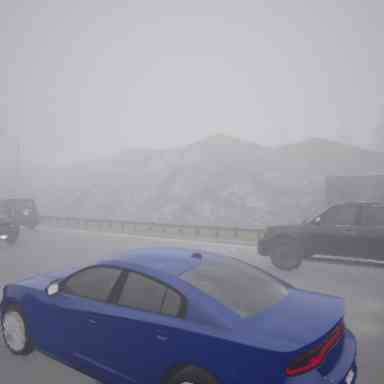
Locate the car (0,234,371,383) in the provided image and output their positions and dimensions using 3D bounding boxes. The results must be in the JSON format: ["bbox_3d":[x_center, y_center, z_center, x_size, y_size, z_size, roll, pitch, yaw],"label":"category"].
[{"bbox_3d":[-0.610,1.497,4.418,5.008,1.535,1.882,0,0,35],"label":"car"}]

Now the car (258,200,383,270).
[{"bbox_3d":[4.669,1.231,9.259,5.566,2.045,2.150,0,0,35],"label":"car"}]

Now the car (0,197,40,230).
[{"bbox_3d":[-11.788,1.364,20.768,5.566,2.045,2.150,0,0,35],"label":"car"}]

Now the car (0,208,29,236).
[{"bbox_3d":[-9.730,1.614,15.071,4.892,1.490,1.837,0,0,35],"label":"car"}]
